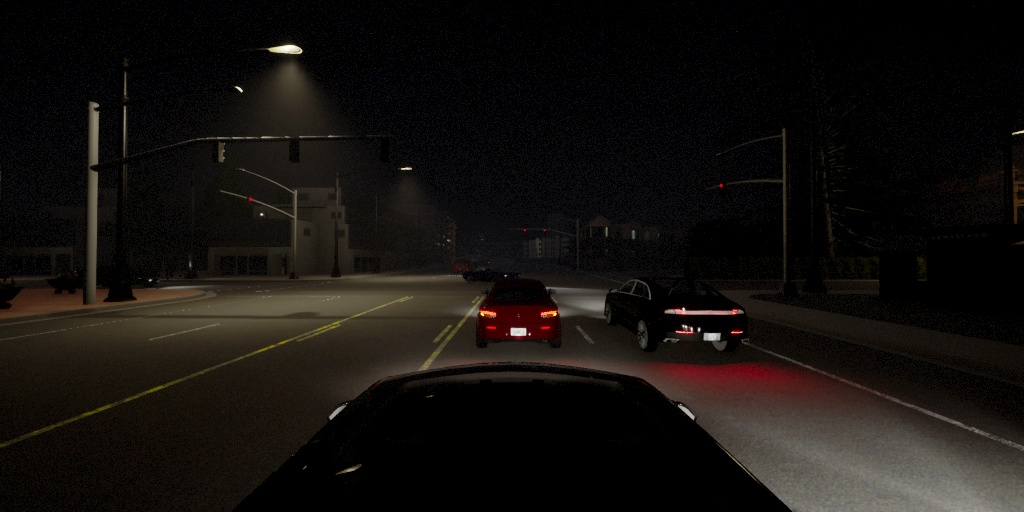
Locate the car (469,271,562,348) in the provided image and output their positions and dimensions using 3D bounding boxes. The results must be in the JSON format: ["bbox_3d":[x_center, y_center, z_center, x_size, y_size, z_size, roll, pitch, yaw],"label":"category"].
[{"bbox_3d":[0.165,1.288,9.140,1.812,1.442,4.674,0,0,1],"label":"car"}]

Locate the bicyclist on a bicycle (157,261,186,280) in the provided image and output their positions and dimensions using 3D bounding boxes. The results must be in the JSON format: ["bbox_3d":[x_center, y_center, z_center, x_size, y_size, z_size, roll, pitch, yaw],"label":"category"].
[{"bbox_3d":[-29.288,1.231,31.026,1.656,1.620,0.582,1,-1,-22],"label":"bicyclist on a bicycle"}]

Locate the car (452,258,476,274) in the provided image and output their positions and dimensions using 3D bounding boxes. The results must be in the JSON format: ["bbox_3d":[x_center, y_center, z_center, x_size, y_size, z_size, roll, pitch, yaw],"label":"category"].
[{"bbox_3d":[-6.516,1.320,47.854,2.150,2.045,5.566,0,0,1],"label":"car"}]

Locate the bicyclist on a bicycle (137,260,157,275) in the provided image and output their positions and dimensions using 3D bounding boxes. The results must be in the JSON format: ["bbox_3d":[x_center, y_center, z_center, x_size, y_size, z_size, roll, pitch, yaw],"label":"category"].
[{"bbox_3d":[-31.228,1.165,31.256,1.656,1.620,0.582,20,6,-25],"label":"bicyclist on a bicycle"}]

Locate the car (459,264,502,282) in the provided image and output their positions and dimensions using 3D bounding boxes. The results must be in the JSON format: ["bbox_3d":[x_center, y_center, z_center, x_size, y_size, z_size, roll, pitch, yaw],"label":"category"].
[{"bbox_3d":[-1.562,1.492,27.123,4.718,1.301,1.895,-1,-1,42],"label":"car"}]

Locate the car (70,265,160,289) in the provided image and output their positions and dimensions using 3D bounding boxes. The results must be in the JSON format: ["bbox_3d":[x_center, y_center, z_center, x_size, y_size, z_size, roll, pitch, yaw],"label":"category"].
[{"bbox_3d":[-25.857,1.332,23.292,4.892,1.490,1.837,0,-1,1],"label":"car"}]

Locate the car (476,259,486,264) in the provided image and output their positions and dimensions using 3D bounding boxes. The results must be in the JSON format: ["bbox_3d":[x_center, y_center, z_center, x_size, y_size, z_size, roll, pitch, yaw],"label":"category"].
[{"bbox_3d":[-6.304,1.666,62.182,2.033,1.411,5.357,0,0,1],"label":"car"}]

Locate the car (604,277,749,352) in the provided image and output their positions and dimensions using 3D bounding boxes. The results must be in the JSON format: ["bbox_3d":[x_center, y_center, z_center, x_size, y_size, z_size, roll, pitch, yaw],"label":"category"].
[{"bbox_3d":[3.655,1.250,8.895,2.128,1.511,4.902,0,0,1],"label":"car"}]
